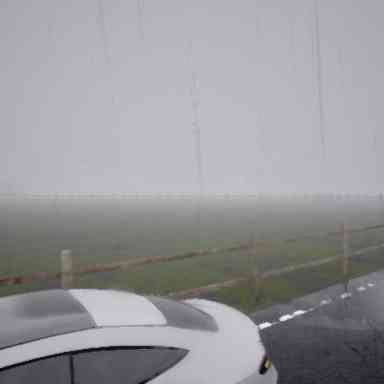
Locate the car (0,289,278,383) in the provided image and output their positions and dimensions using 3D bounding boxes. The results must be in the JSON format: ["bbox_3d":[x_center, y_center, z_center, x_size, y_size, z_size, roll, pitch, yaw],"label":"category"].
[{"bbox_3d":[-1.407,1.531,2.163,4.674,1.442,1.812,0,0,-36],"label":"car"}]
